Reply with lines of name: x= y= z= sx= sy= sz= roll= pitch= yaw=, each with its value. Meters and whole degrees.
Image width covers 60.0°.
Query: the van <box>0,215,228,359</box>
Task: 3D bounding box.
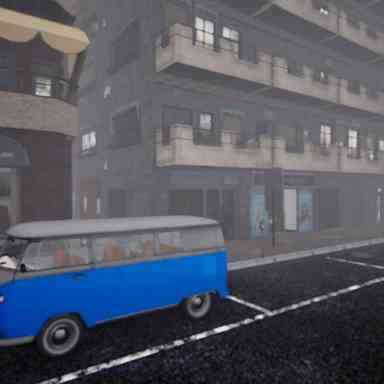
van: x=-1.245 y=1.339 z=5.677 sx=3.998 sy=1.788 sz=1.690 roll=0 pitch=0 yaw=-35
